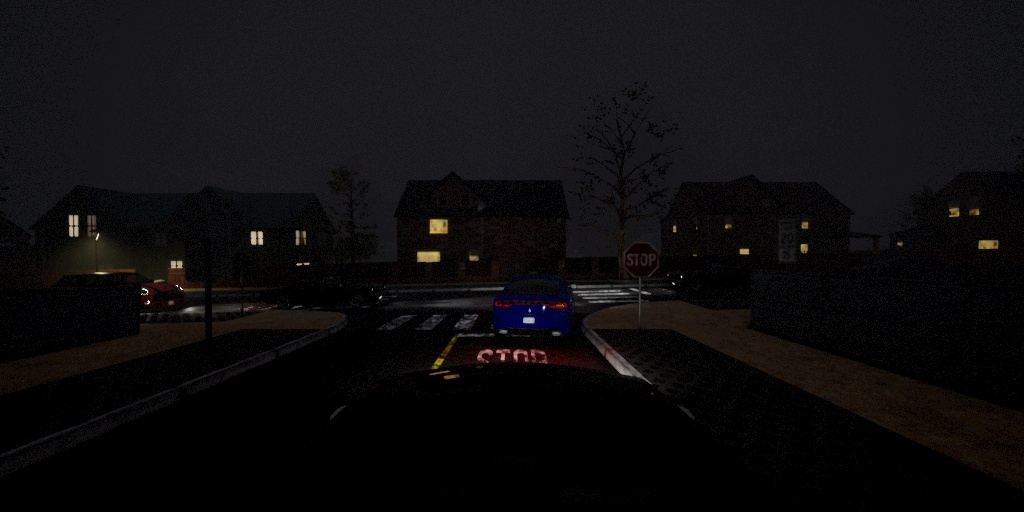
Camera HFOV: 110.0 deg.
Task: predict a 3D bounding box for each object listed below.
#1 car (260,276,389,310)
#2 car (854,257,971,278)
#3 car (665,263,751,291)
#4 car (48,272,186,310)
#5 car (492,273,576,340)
[{"bbox_3d":[-7.823,1.506,15.314,4.718,1.301,1.895,-1,1,0],"label":"car"},{"bbox_3d":[20.042,0.753,18.300,5.357,1.411,2.033,-1,1,0],"label":"car"},{"bbox_3d":[10.396,1.034,18.256,4.718,1.301,1.895,-1,1,-1],"label":"car"},{"bbox_3d":[-16.811,1.471,15.298,4.553,1.767,2.097,-1,1,0],"label":"car"},{"bbox_3d":[0.779,1.226,10.113,1.882,1.535,5.008,0,0,10],"label":"car"}]
